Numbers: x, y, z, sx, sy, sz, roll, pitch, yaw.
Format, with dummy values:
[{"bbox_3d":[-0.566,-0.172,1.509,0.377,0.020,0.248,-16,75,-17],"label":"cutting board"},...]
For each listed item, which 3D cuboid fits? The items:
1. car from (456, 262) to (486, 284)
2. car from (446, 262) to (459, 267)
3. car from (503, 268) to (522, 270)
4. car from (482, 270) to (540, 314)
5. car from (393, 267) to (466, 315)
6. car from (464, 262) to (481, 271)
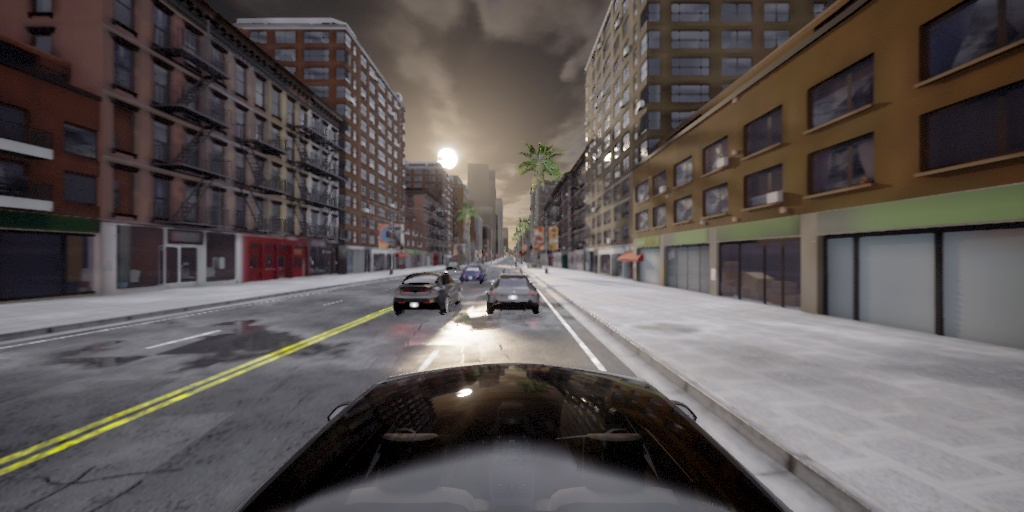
[{"bbox_3d":[-3.188,1.515,29.949,1.812,1.442,4.674,0,0,0],"label":"car"},{"bbox_3d":[-9.777,1.727,59.743,1.837,1.490,4.892,0,0,1],"label":"car"},{"bbox_3d":[0.051,1.581,28.599,1.895,1.301,4.718,0,0,1],"label":"car"},{"bbox_3d":[0.055,1.430,14.523,1.994,1.385,4.181,0,0,1],"label":"car"},{"bbox_3d":[-3.197,1.369,14.232,1.837,1.490,4.892,0,0,1],"label":"car"},{"bbox_3d":[-6.525,1.770,59.676,2.033,1.411,5.357,0,-1,1],"label":"car"}]
